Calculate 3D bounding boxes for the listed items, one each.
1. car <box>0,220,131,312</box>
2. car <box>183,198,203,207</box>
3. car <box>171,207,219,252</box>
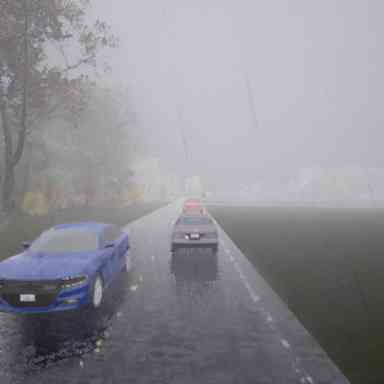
[{"bbox_3d":[-2.750,1.504,8.069,1.882,1.535,5.008,0,0,0],"label":"car"},{"bbox_3d":[0.101,1.476,37.016,2.097,1.767,4.553,0,0,0],"label":"car"},{"bbox_3d":[0.100,1.594,14.180,2.033,1.411,5.357,0,0,0],"label":"car"}]
